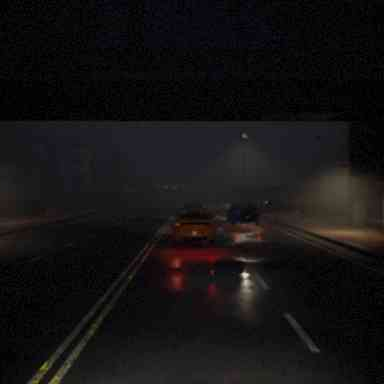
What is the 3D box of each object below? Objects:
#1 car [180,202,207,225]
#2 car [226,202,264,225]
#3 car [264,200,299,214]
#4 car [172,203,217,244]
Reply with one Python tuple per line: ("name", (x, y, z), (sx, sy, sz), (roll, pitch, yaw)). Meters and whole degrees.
("car", (0.080, 1.543, 25.111), (1.812, 1.442, 4.674), (0, 0, -1))
("car", (3.600, 1.495, 24.060), (1.882, 1.535, 5.008), (0, 0, 0))
("car", (9.022, 1.573, 35.818), (5.357, 1.411, 2.033), (0, 0, -21))
("car", (0.098, 1.489, 15.781), (1.882, 1.535, 5.008), (0, 0, 0))
